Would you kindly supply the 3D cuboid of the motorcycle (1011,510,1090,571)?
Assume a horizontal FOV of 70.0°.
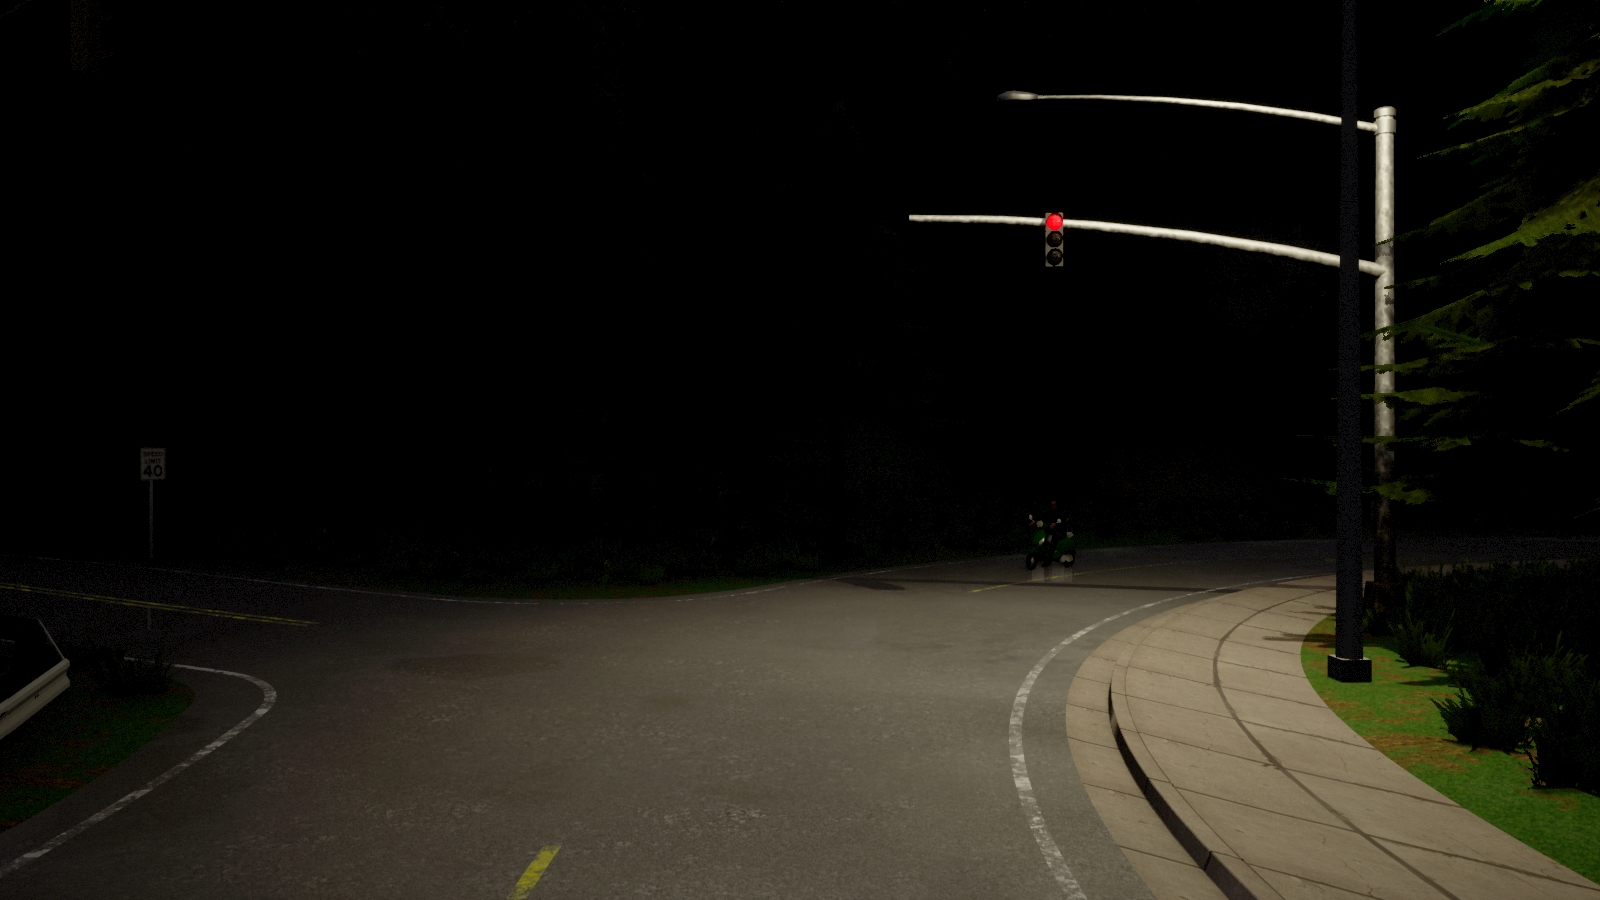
[{"bbox_3d":[5.937,2.115,27.011,1.805,1.316,0.856,0,0,-37],"label":"motorcycle"}]
